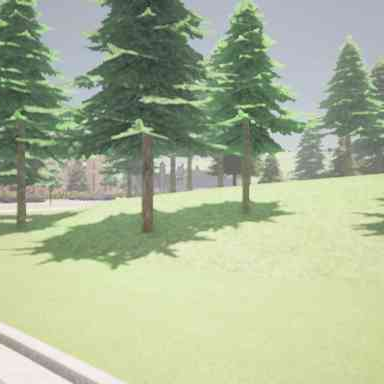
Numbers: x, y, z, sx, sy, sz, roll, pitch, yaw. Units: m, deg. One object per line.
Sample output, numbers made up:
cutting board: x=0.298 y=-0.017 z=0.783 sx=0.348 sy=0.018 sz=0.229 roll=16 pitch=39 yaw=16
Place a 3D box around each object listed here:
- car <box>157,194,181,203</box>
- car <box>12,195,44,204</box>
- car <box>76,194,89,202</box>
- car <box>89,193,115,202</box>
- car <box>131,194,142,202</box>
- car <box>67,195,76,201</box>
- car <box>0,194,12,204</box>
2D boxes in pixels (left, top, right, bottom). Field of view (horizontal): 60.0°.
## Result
car: x=-4.929 y=1.133 z=66.242 sx=2.097 sy=1.767 sz=4.553 roll=0 pitch=0 yaw=36
car: x=-26.885 y=1.288 z=55.192 sx=1.994 sy=1.385 sz=4.181 roll=0 pitch=0 yaw=35
car: x=-20.920 y=1.245 z=69.651 sx=2.033 sy=1.411 sz=5.357 roll=0 pitch=0 yaw=35
car: x=-17.920 y=1.078 z=67.832 sx=2.097 sy=1.767 sz=4.553 roll=0 pitch=0 yaw=35
car: x=-9.776 y=1.116 z=65.507 sx=2.097 sy=1.767 sz=4.553 roll=0 pitch=0 yaw=35
car: x=-24.045 y=1.227 z=71.291 sx=2.033 sy=1.411 sz=5.357 roll=0 pitch=0 yaw=35
car: x=-29.913 y=1.253 z=56.936 sx=2.033 sy=1.411 sz=5.357 roll=0 pitch=0 yaw=36
